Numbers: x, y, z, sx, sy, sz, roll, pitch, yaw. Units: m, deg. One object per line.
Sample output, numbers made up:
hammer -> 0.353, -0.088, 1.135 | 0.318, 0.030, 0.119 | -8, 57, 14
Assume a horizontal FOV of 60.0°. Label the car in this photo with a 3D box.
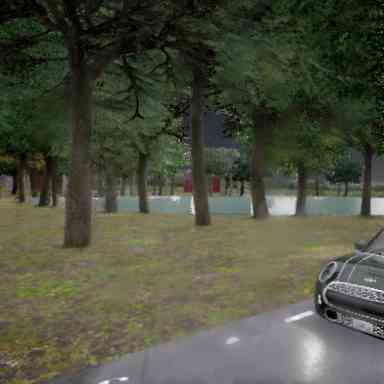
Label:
car -> 4.334, 1.378, 6.204 | 4.553, 1.767, 2.097 | 0, 0, -36
